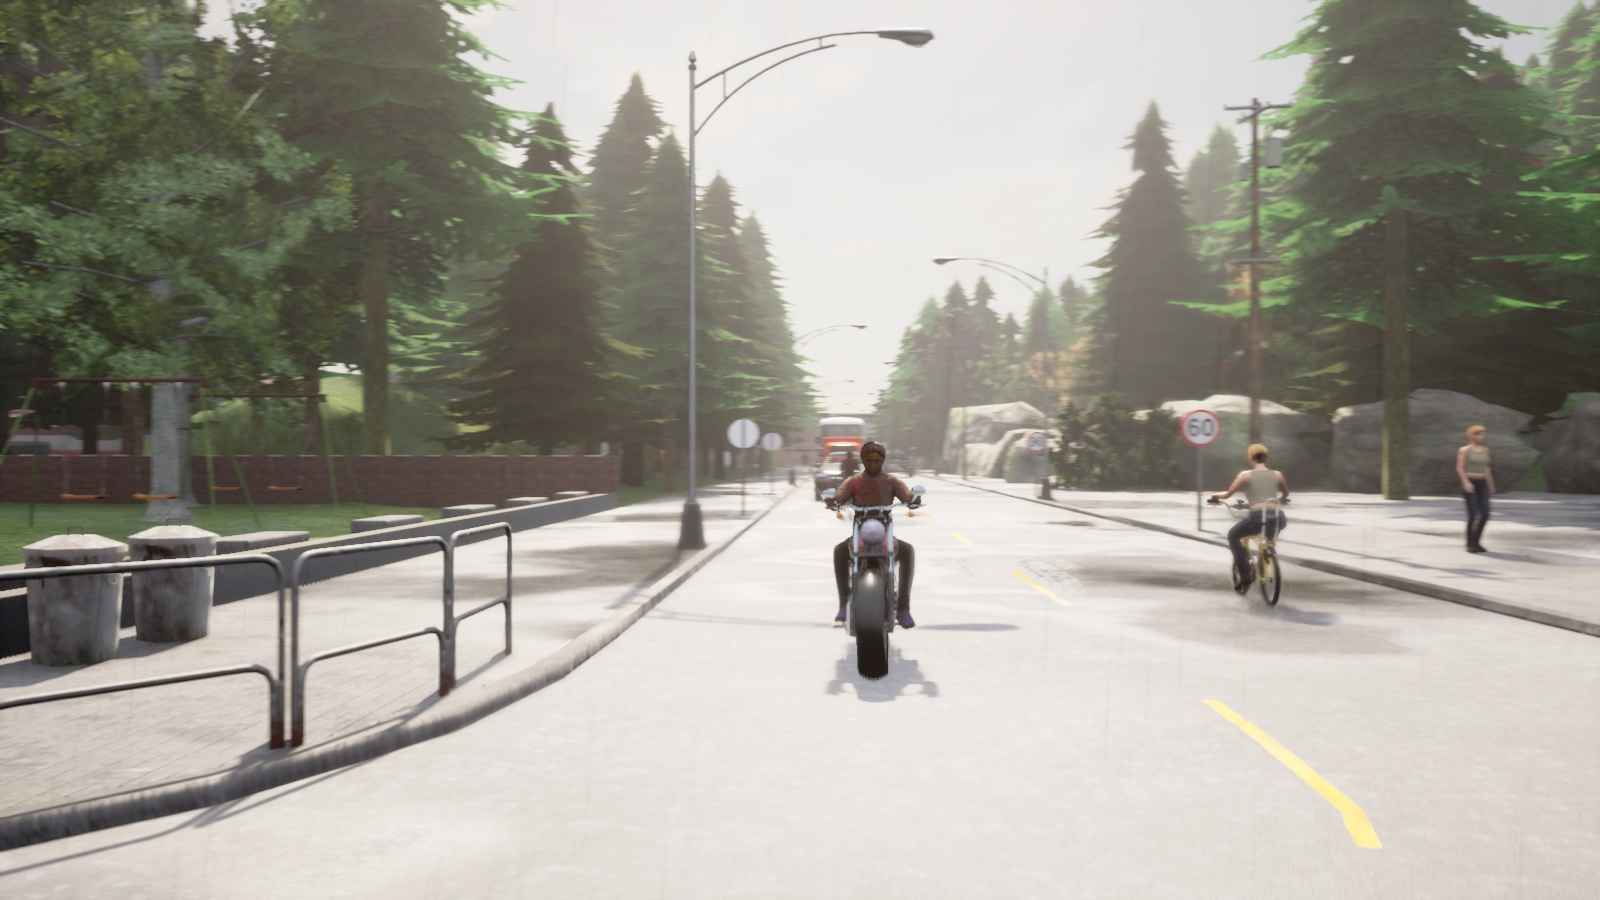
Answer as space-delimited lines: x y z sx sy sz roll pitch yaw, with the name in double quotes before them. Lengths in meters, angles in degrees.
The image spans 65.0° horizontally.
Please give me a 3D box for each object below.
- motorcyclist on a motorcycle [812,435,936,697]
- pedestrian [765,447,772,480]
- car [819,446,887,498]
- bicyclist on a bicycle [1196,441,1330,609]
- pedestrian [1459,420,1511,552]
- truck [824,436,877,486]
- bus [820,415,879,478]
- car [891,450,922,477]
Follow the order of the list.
"motorcyclist on a motorcycle" 0.548 0.735 9.105 0.766 1.649 2.350 -1 0 4
"pedestrian" -1.893 0.816 75.565 0.396 1.930 0.692 0 0 0
"car" 1.789 0.717 42.628 2.152 1.651 5.027 0 0 2
"bicyclist on a bicycle" 4.688 0.723 12.827 0.866 1.612 1.509 0 0 3
"pedestrian" 9.720 0.501 17.826 0.345 1.836 0.594 0 0 -10
"truck" 2.591 0.544 64.627 2.627 2.467 5.204 0 0 2
"bus" 3.549 -0.220 90.553 3.944 4.253 10.273 0 0 2
"car" 7.458 0.945 87.895 1.932 1.855 4.605 0 0 2
